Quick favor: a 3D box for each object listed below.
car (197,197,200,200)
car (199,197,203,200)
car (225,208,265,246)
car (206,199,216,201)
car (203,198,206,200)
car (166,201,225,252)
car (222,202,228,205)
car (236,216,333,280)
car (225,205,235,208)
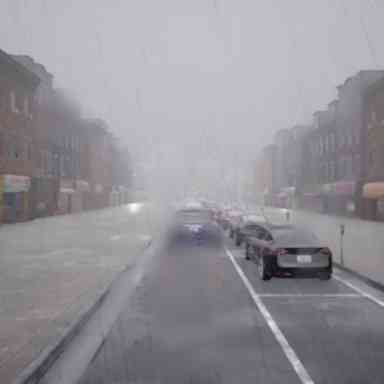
[{"bbox_3d":[2.774,2.265,77.408,2.008,1.369,4.403,-1,-1,0],"label":"car"},{"bbox_3d":[2.743,2.041,60.532,1.887,1.381,4.507,-1,-1,0],"label":"car"},{"bbox_3d":[2.659,1.640,15.528,2.008,1.369,4.403,0,0,0],"label":"car"},{"bbox_3d":[2.689,1.655,32.405,1.967,1.590,4.097,-1,-1,0],"label":"car"},{"bbox_3d":[2.837,1.867,46.061,1.812,1.442,4.674,0,-1,0],"label":"car"},{"bbox_3d":[0.092,1.433,14.363,2.097,1.767,4.553,0,0,0],"label":"car"},{"bbox_3d":[2.680,1.714,26.779,1.887,1.381,4.507,-1,0,0],"label":"car"},{"bbox_3d":[2.649,1.620,9.902,1.947,1.339,4.313,0,0,0],"label":"car"},{"bbox_3d":[2.670,1.709,21.153,1.802,1.307,4.206,-1,0,0],"label":"car"}]
